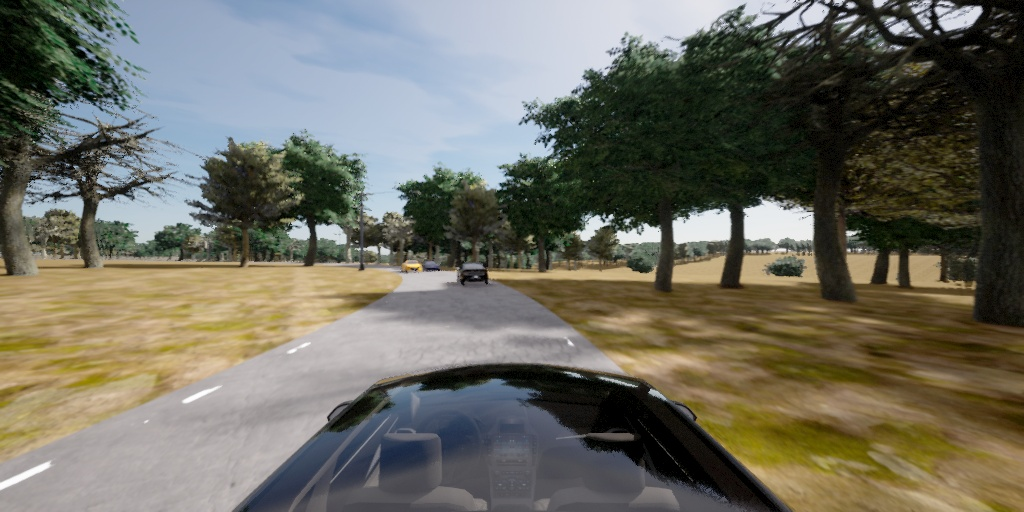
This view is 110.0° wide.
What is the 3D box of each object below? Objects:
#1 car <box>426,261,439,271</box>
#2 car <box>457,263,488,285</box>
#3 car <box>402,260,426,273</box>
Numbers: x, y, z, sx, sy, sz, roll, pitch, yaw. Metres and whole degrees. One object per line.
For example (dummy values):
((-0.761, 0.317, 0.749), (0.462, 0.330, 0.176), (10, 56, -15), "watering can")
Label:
((-11.470, 1.365, 49.648), (1.994, 1.385, 4.181), (0, 0, -26), "car")
((-2.998, 1.242, 26.502), (1.882, 1.535, 5.008), (0, 0, -13), "car")
((-12.362, 1.285, 44.191), (1.882, 1.535, 5.008), (0, 0, -24), "car")
